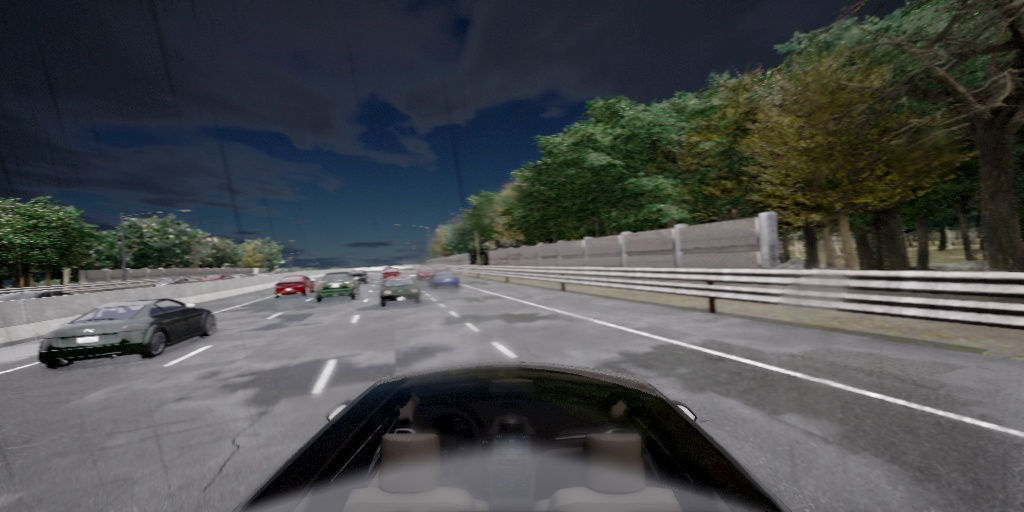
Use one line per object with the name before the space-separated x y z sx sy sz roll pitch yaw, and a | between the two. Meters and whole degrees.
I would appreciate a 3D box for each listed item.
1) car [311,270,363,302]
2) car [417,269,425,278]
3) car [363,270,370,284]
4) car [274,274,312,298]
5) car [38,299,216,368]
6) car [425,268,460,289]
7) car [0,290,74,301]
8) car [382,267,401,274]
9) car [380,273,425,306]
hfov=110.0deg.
car | -10.851 1.776 22.588 2.097 1.767 4.553 -3 0 -19
car | -9.597 2.049 40.083 1.895 1.301 4.718 -3 0 -19
car | -16.635 2.279 39.013 1.837 1.490 4.892 -3 0 -19
car | -15.980 2.168 26.638 1.882 1.535 5.008 -3 0 -19
car | -10.043 1.864 9.811 1.994 1.385 4.181 -3 0 -19
car | -5.383 1.760 28.144 1.994 1.385 4.181 -3 -1 -19
car | -24.257 2.511 17.966 1.882 1.535 5.008 -3 0 -19
car | -13.700 2.118 40.902 1.882 1.535 5.008 -3 0 -19
car | -5.980 1.773 19.026 1.895 1.301 4.718 -3 0 -19
